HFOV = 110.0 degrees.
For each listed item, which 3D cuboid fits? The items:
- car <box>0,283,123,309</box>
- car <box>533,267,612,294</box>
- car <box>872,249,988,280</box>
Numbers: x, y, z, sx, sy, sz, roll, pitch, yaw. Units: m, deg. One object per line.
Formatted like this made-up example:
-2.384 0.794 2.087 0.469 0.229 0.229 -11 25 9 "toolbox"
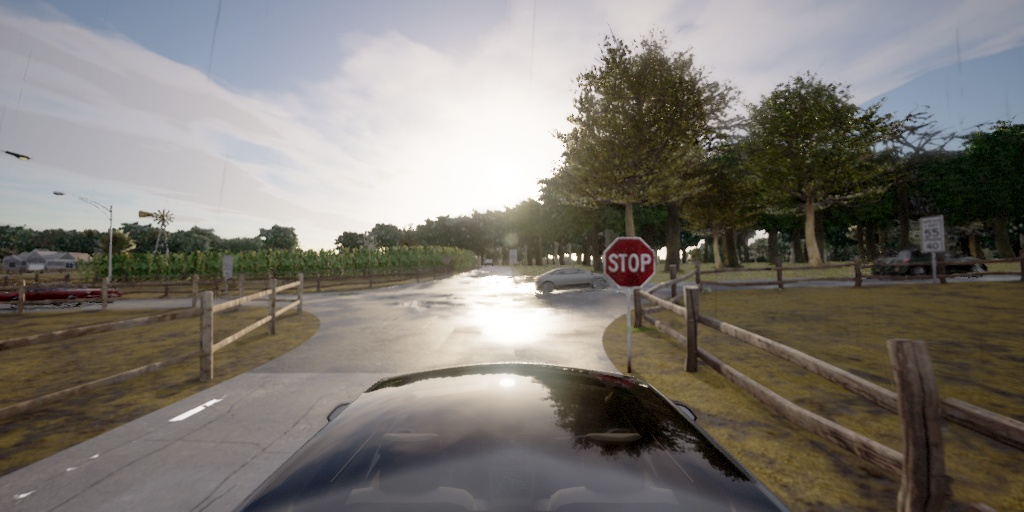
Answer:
-24.248 2.094 19.421 4.718 1.301 1.895 -2 -3 0 "car"
3.241 1.256 19.483 4.181 1.385 1.994 -3 -2 0 "car"
22.677 0.374 19.570 4.553 1.767 2.097 -2 -3 0 "car"
